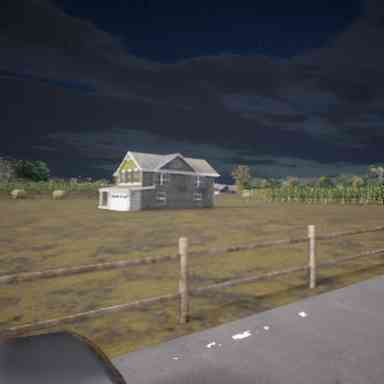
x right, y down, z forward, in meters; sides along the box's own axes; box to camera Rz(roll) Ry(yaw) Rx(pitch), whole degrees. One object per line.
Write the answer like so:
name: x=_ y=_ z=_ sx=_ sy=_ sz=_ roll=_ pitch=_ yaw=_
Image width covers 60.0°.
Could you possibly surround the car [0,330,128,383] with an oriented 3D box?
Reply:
car: x=-2.724 y=1.550 z=1.126 sx=5.357 sy=1.411 sz=2.033 roll=0 pitch=0 yaw=-36
